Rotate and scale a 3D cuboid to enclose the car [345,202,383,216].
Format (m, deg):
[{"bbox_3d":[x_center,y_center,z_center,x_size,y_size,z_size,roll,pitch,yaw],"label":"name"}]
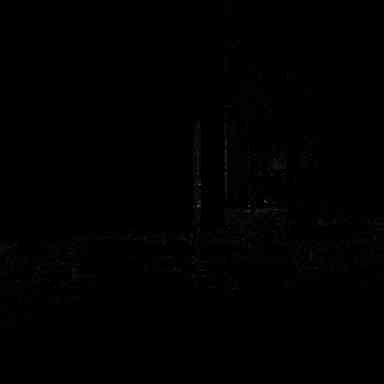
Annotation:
[{"bbox_3d":[16.347,1.594,29.672,1.895,1.301,4.718,0,0,-38],"label":"car"}]

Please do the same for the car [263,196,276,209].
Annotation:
[{"bbox_3d":[9.208,1.333,45.414,2.097,1.767,4.553,0,0,-35],"label":"car"}]

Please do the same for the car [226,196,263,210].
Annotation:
[{"bbox_3d":[6.563,1.340,43.526,2.097,1.767,4.553,0,0,-35],"label":"car"}]

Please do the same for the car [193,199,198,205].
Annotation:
[{"bbox_3d":[-0.957,1.509,59.961,1.882,1.535,5.008,0,0,-35],"label":"car"}]
